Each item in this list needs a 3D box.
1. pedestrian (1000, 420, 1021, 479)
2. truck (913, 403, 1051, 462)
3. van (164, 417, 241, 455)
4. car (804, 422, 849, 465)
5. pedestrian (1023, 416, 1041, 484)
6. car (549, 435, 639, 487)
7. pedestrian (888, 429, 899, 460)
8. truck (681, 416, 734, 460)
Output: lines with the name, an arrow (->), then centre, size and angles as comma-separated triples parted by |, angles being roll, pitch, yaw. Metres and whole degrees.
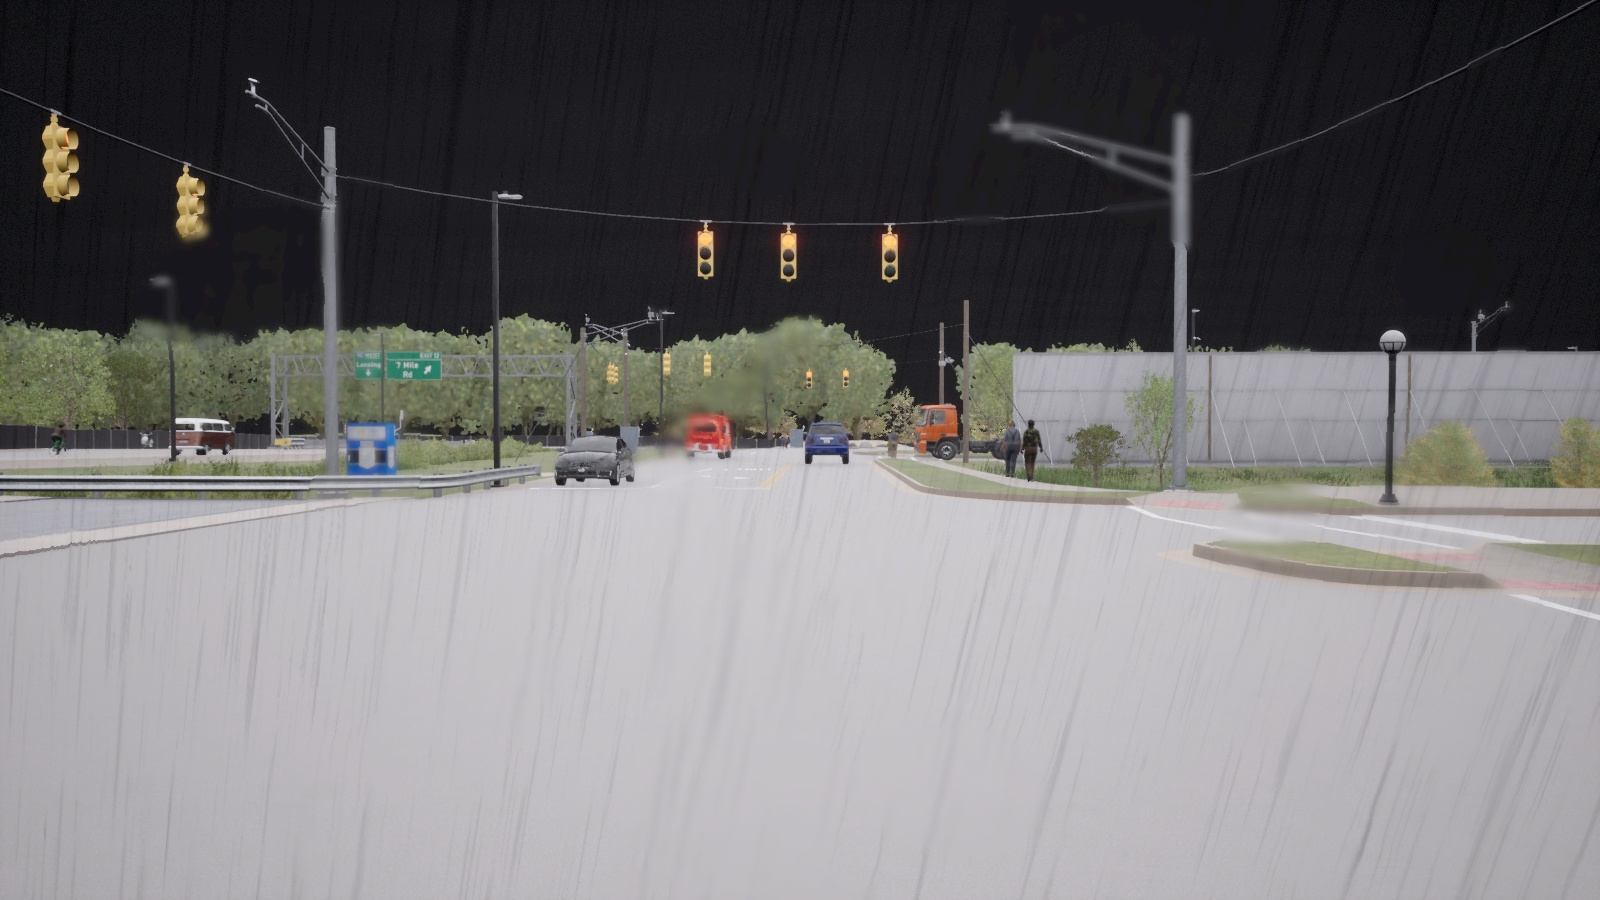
pedestrian -> 6.752, -0.025, 40.273 | 0.540, 1.848, 0.694 | 0, 2, 1
truck -> 11.122, -1.089, 77.374 | 7.936, 3.462, 2.891 | 1, 2, -4
van -> -33.222, -0.772, 69.970 | 2.069, 2.038, 4.480 | 0, 0, 1
car -> 1.360, -0.350, 62.966 | 2.150, 2.045, 5.566 | 0, 1, 2
pedestrian -> 6.593, -0.011, 35.749 | 0.395, 1.930, 0.692 | 0, 2, 1
car -> -6.251, 0.292, 38.694 | 1.837, 1.490, 4.892 | 0, 1, 2
pedestrian -> 5.607, -0.341, 75.184 | 0.540, 1.848, 0.694 | 0, 2, -3
truck -> -5.354, -0.728, 73.423 | 2.627, 2.467, 5.204 | 0, 1, 1
